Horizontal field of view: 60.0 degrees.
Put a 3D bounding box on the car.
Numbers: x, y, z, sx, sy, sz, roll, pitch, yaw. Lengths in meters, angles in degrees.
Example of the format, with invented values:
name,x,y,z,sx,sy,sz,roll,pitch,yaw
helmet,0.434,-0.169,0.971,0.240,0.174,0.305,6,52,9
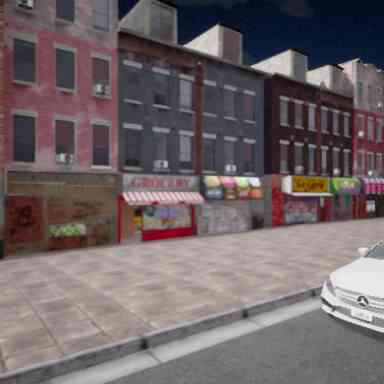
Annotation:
name,x,y,z,sx,sy,sz,roll,pitch,yaw
car,4.355,1.498,6.175,4.674,1.442,1.812,0,0,-35
